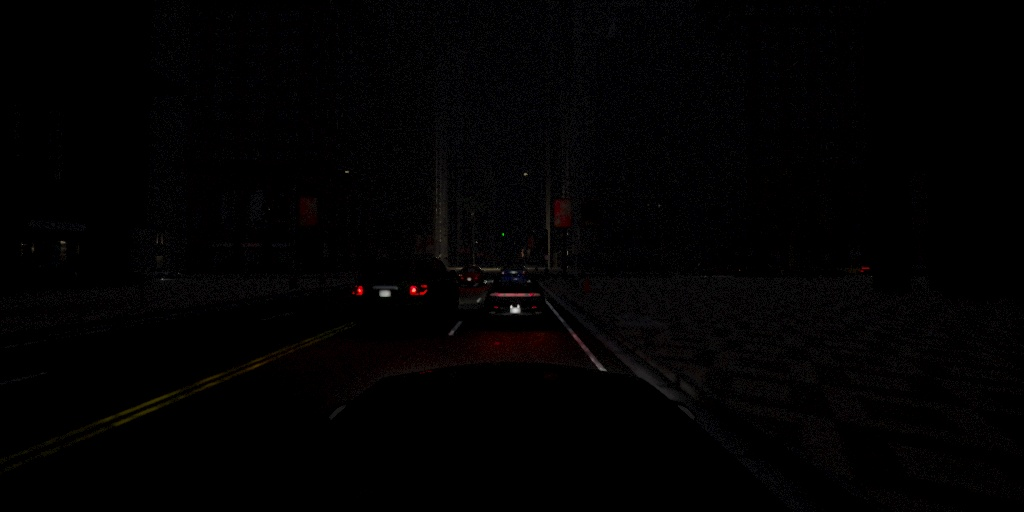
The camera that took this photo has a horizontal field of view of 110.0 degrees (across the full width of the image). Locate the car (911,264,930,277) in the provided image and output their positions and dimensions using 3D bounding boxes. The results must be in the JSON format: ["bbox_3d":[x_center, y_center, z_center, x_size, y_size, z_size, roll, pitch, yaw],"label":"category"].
[{"bbox_3d":[43.506,1.541,37.257,4.507,1.381,1.888,0,0,-1],"label":"car"}]

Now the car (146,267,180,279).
[{"bbox_3d":[-38.827,1.862,38.874,4.674,1.442,1.812,0,-1,0],"label":"car"}]

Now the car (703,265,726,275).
[{"bbox_3d":[26.465,1.794,45.517,4.207,1.307,1.802,0,0,-1],"label":"car"}]

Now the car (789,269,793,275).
[{"bbox_3d":[37.742,1.768,45.692,4.207,1.307,1.802,0,0,-1],"label":"car"}]

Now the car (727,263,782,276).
[{"bbox_3d":[28.846,1.749,42.806,4.718,1.301,1.895,0,-1,-1],"label":"car"}]

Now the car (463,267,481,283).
[{"bbox_3d":[-3.269,1.576,28.764,1.812,1.442,4.674,0,-1,-3],"label":"car"}]

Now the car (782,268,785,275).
[{"bbox_3d":[32.103,1.637,45.605,4.097,1.591,1.967,0,0,-1],"label":"car"}]

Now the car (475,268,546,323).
[{"bbox_3d":[0.097,1.343,12.525,2.128,1.511,4.902,0,-1,0],"label":"car"}]

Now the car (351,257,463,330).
[{"bbox_3d":[-3.169,1.066,11.708,2.150,2.045,5.566,0,-1,1],"label":"car"}]

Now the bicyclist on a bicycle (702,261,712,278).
[{"bbox_3d":[18.393,1.295,33.921,0.582,1.620,1.656,0,-1,-1],"label":"bicyclist on a bicycle"}]

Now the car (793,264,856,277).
[{"bbox_3d":[32.230,1.584,37.082,4.313,1.339,1.948,0,0,-1],"label":"car"}]

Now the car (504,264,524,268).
[{"bbox_3d":[0.211,1.401,28.658,2.097,1.767,4.553,0,-1,3],"label":"car"}]

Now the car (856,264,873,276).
[{"bbox_3d":[41.766,1.546,39.877,4.902,1.511,2.128,0,-1,0],"label":"car"}]
